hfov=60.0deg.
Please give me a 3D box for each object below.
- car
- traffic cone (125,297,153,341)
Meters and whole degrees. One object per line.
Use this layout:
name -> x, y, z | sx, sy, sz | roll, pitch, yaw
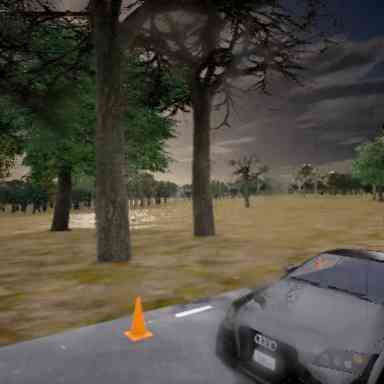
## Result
car -> 2.354, 1.550, 4.648 | 4.181, 1.385, 1.994 | 0, 0, -37
traffic cone -> -0.835, 1.955, 5.236 | 0.340, 0.580, 0.340 | 0, 0, -36
